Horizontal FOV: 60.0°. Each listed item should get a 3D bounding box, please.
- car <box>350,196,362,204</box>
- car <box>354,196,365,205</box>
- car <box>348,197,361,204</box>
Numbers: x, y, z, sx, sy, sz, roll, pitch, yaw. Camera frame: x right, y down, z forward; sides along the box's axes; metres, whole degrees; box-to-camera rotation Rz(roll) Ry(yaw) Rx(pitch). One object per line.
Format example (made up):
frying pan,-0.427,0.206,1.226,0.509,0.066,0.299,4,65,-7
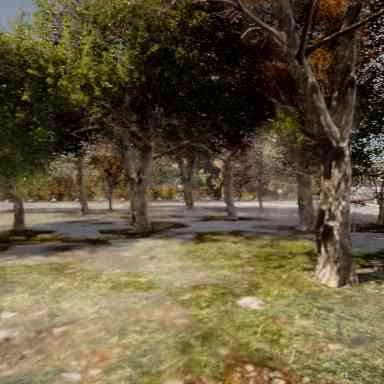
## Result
car,34.583,1.666,70.126,2.128,1.511,4.902,1,-1,28
car,23.317,1.228,47.155,1.895,1.301,4.718,1,0,23
car,30.211,1.543,61.695,1.895,1.301,4.718,1,-1,28
